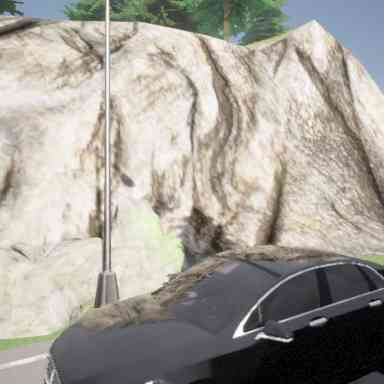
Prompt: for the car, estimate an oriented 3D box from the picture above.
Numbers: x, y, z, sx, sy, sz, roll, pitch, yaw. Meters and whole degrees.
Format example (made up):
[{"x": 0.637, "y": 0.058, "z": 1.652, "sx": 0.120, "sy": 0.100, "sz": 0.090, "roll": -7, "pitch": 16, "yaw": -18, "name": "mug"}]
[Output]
[{"x": 0.861, "y": 1.505, "z": 4.078, "sx": 4.892, "sy": 1.490, "sz": 1.837, "roll": 0, "pitch": 0, "yaw": -30, "name": "car"}]
